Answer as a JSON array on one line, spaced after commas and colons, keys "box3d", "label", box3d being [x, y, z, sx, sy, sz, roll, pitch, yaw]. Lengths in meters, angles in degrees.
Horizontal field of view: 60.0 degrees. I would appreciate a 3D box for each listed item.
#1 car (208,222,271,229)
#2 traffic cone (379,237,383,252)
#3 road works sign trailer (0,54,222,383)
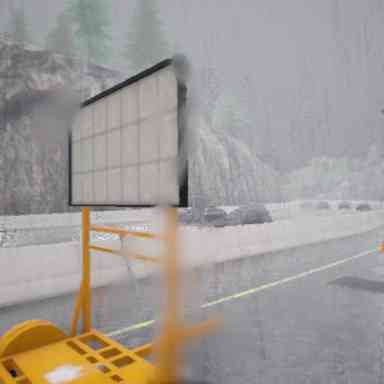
[{"box3d": [3.446, 2.006, 22.443, 2.033, 1.411, 5.357, -2, -2, 44], "label": "car"}, {"box3d": [7.923, 2.158, 13.710, 0.340, 0.580, 0.340, 0, -2, -42], "label": "traffic cone"}, {"box3d": [-0.674, 0.568, 3.857, 2.880, 3.560, 2.380, 0, -2, -42], "label": "road works sign trailer"}]
